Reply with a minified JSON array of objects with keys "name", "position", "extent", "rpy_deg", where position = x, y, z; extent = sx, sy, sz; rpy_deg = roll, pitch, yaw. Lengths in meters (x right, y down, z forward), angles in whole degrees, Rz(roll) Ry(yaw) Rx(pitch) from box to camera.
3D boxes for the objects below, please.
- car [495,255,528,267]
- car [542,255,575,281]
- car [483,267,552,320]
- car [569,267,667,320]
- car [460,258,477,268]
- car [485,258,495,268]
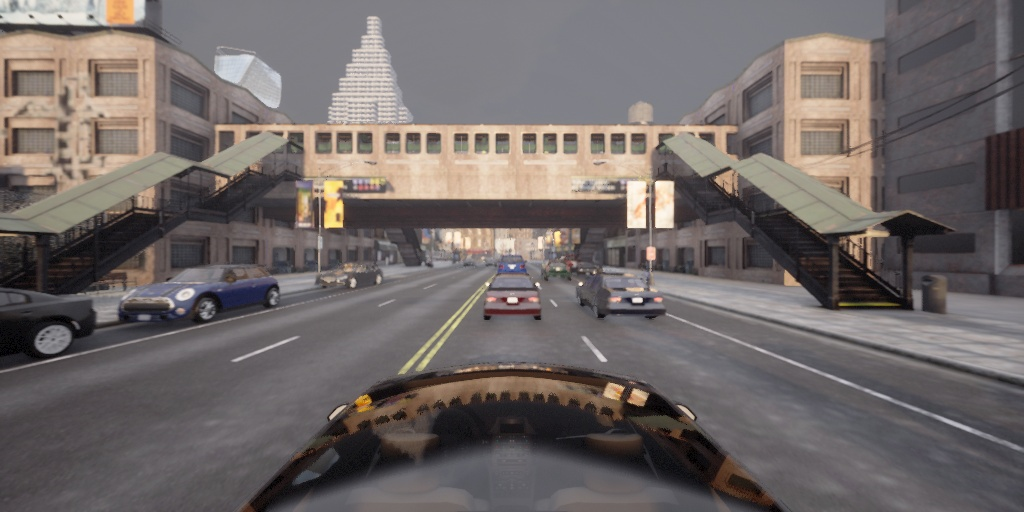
[{"name":"car","position":[0.047,0.916,28.578],"extent":[2.150,2.045,5.566],"rpy_deg":[0,0,1]},{"name":"car","position":[3.570,1.043,29.602],"extent":[2.097,1.767,4.553],"rpy_deg":[0,0,1]},{"name":"car","position":[0.020,1.275,12.560],"extent":[2.033,1.411,5.357],"rpy_deg":[0,0,0]},{"name":"car","position":[3.519,1.275,12.518],"extent":[2.033,1.411,5.357],"rpy_deg":[0,0,0]},{"name":"car","position":[-6.954,1.131,59.448],"extent":[1.837,1.490,4.892],"rpy_deg":[0,0,0]},{"name":"car","position":[-3.456,1.131,59.599],"extent":[1.837,1.490,4.892],"rpy_deg":[0,0,0]}]
